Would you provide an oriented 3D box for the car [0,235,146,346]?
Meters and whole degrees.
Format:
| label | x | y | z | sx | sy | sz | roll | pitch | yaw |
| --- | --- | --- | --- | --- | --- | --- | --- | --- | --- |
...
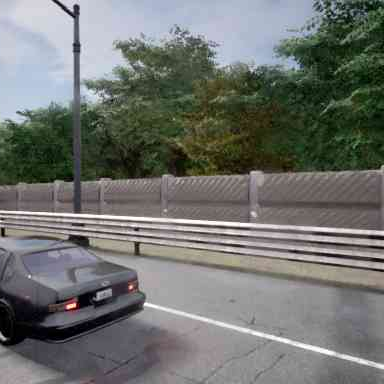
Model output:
| label | x | y | z | sx | sy | sz | roll | pitch | yaw |
| --- | --- | --- | --- | --- | --- | --- | --- | --- | --- |
| car | -3.321 | 1.569 | 6.376 | 5.357 | 1.411 | 2.033 | 0 | 0 | 36 |
